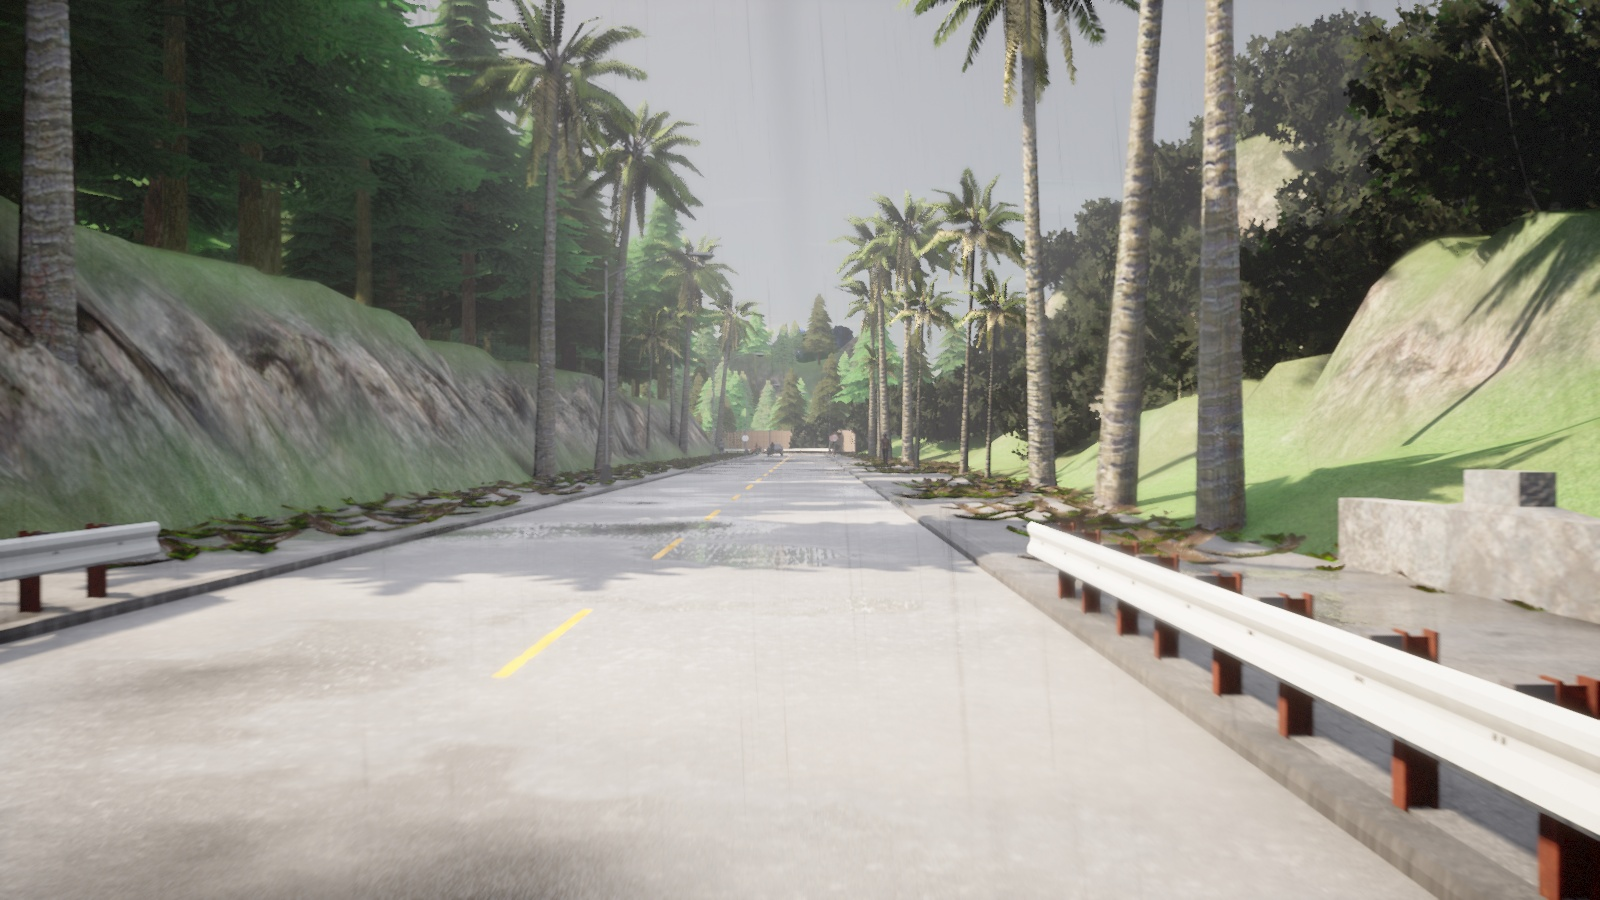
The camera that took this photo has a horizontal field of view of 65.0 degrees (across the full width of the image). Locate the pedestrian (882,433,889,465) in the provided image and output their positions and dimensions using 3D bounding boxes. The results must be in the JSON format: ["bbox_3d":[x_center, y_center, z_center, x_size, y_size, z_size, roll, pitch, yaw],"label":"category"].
[{"bbox_3d":[4.742,-0.062,69.457,0.328,1.805,0.869,0,0,1],"label":"pedestrian"}]
